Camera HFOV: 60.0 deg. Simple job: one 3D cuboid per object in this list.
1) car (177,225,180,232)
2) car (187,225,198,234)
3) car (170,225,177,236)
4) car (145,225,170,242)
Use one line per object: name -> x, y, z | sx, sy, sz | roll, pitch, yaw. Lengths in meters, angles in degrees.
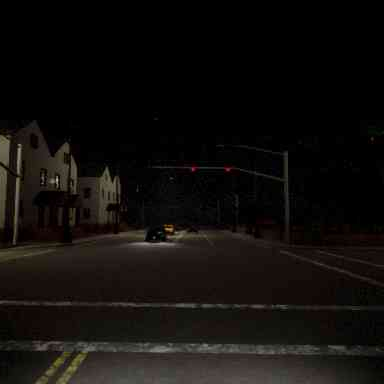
car -> -3.411, 7.242, 66.401 | 1.994, 1.385, 4.181 | 0, -5, 0
car -> 0.102, 6.475, 57.881 | 2.033, 1.411, 5.357 | 0, -5, 0
car -> -3.513, 5.460, 47.503 | 1.882, 1.535, 5.008 | 0, -5, 0
car -> -3.538, 4.245, 33.659 | 1.837, 1.490, 4.892 | 0, -5, 0
